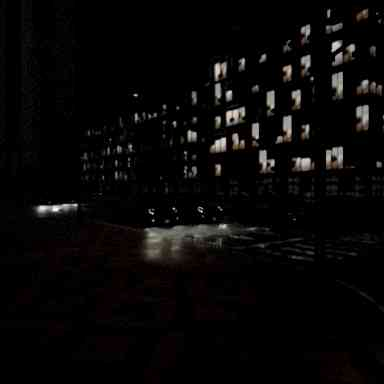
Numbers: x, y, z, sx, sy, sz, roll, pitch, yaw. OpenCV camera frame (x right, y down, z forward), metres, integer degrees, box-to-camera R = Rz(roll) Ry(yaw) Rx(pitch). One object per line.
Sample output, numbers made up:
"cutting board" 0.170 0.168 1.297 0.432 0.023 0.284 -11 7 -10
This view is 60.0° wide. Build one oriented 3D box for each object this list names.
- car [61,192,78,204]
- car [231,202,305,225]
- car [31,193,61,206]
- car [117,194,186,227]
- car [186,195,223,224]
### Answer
"car" -16.140 0.742 42.679 2.033 1.411 5.357 0 1 -38
"car" 4.783 1.323 21.786 1.895 1.301 4.718 0 1 -40
"car" -17.190 0.848 38.721 1.895 1.301 4.718 0 1 -38
"car" -2.758 1.027 20.307 2.097 1.767 4.553 0 1 -38
"car" -0.009 1.025 22.070 2.097 1.767 4.553 0 1 -38
